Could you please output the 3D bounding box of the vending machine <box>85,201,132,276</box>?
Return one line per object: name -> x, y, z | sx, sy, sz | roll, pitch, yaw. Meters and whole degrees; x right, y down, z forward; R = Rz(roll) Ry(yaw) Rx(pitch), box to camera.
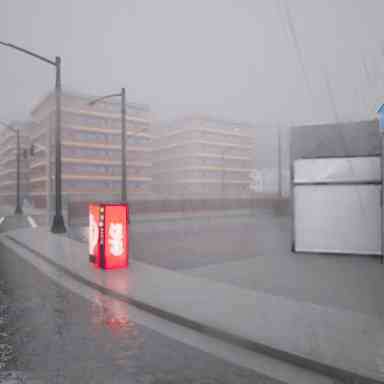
vending machine -> -2.556, 1.337, 10.166 | 1.100, 2.100, 0.880 | 0, -1, -38
